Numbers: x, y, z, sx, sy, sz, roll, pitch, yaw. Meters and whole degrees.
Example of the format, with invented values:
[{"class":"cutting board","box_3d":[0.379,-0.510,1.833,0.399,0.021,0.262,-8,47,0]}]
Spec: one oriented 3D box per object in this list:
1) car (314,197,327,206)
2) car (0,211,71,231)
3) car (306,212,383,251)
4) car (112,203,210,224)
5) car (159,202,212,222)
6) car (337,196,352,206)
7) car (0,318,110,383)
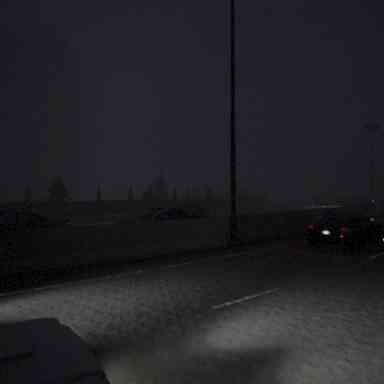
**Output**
[{"class":"car","box_3d":[20.867,1.475,53.946,1.812,1.442,4.674,0,0,22]},{"class":"car","box_3d":[-8.380,1.578,15.331,5.357,1.411,2.033,0,0,-37]},{"class":"car","box_3d":[6.677,1.548,14.329,4.181,1.385,1.994,0,0,-43]},{"class":"car","box_3d":[-1.645,1.502,16.434,4.902,1.511,2.128,0,0,-41]},{"class":"car","box_3d":[-0.451,1.573,27.248,1.994,1.385,4.181,0,0,43]},{"class":"car","box_3d":[24.494,1.441,53.522,2.128,1.511,4.902,0,0,21]},{"class":"car","box_3d":[-2.826,1.611,1.855,4.718,1.301,1.895,0,0,-35]}]
